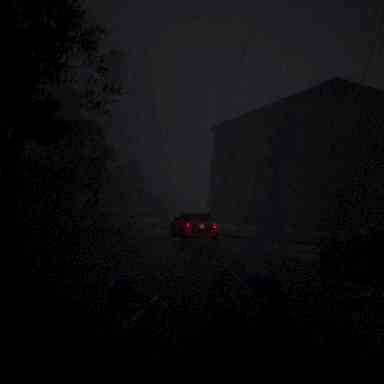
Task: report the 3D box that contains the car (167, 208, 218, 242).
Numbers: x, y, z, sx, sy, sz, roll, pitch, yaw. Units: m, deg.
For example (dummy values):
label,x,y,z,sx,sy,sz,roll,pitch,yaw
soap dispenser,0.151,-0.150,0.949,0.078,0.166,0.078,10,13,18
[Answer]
label,x,y,z,sx,sy,sz,roll,pitch,yaw
car,0.038,2.022,20.696,2.097,1.767,4.553,2,-3,-14

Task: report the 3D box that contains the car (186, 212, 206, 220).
label,x,y,z,sx,sy,sz,roll,pitch,yaw
car,0.794,4.684,64.286,1.994,1.385,4.181,1,-3,29

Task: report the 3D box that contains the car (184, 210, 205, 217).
label,x,y,z,sx,sy,sz,roll,pitch,yaw
car,0.750,5.327,83.362,4.892,1.521,2.231,0,-3,11

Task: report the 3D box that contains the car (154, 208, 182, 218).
label,x,y,z,sx,sy,sz,roll,pitch,yaw
car,-5.223,4.537,73.114,5.566,2.045,2.435,1,-3,10

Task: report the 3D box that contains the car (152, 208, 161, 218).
label,x,y,z,sx,sy,sz,roll,pitch,yaw
car,-9.616,4.032,65.371,5.566,2.045,2.435,1,-3,9

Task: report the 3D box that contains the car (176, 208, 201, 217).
label,x,y,z,sx,sy,sz,roll,pitch,yaw
car,-0.789,4.955,80.812,5.566,2.045,2.435,1,-2,10

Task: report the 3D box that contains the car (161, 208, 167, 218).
label,x,y,z,sx,sy,sz,roll,pitch,yaw
car,-8.226,4.332,67.955,4.553,1.767,2.185,1,-3,9

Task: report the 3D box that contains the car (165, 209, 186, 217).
label,x,y,z,sx,sy,sz,roll,pitch,yaw
car,-3.738,4.812,75.674,4.553,1.767,2.185,1,-2,10

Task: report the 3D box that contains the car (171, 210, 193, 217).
label,x,y,z,sx,sy,sz,roll,pitch,yaw
car,-2.303,5.106,78.240,4.792,1.488,2.163,1,-2,10

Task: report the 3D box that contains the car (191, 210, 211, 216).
label,x,y,z,sx,sy,sz,roll,pitch,yaw
car,2.289,5.434,85.899,5.008,1.535,2.097,0,-2,11

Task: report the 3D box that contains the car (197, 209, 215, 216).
label,x,y,z,sx,sy,sz,roll,pitch,yaw
car,3.798,5.412,88.457,4.553,1.767,2.185,0,-2,11

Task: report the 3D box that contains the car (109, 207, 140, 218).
label,x,y,z,sx,sy,sz,roll,pitch,yaw
car,-12.528,3.931,60.163,4.892,1.521,2.231,1,-3,9

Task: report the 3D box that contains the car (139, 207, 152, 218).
label,x,y,z,sx,sy,sz,roll,pitch,yaw
car,-11.119,3.854,62.778,5.566,2.045,2.435,1,-3,9
